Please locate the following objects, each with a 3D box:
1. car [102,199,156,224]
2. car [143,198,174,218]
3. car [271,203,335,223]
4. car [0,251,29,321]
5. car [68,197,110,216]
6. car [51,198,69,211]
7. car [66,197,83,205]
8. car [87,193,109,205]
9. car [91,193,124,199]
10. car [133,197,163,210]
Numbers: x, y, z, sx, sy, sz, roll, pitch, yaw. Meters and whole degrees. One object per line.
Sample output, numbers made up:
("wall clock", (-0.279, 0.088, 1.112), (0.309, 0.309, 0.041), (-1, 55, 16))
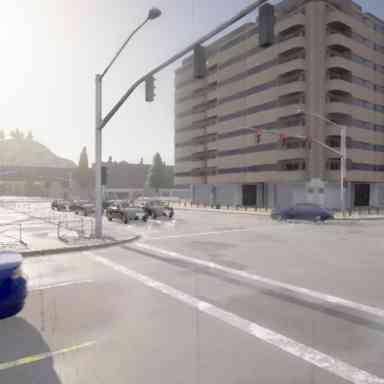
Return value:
("car", (-5.094, 1.546, 25.773), (2.128, 1.511, 4.902), (0, 0, -35))
("car", (-3.427, 1.546, 29.477), (2.128, 1.511, 4.902), (0, 0, -35))
("car", (8.437, 1.571, 25.448), (4.674, 1.442, 1.812), (-1, 1, 32))
("car", (-5.087, 1.478, 4.671), (5.008, 1.535, 1.882), (0, 0, -36))
("car", (-10.341, 1.546, 33.186), (2.128, 1.511, 4.902), (0, 0, -35))
("car", (-16.146, 1.546, 41.402), (2.128, 1.511, 4.902), (0, 0, -35))
("car", (-22.039, 1.618, 62.167), (1.994, 1.385, 4.181), (0, 0, -35))
("car", (-17.578, 1.275, 61.925), (2.150, 2.045, 5.566), (0, 0, -35))
("car", (-9.127, 1.276, 37.528), (2.150, 2.045, 5.566), (0, 0, -35))
("car", (-6.113, 1.531, 45.719), (1.882, 1.535, 5.008), (0, 0, -35))
